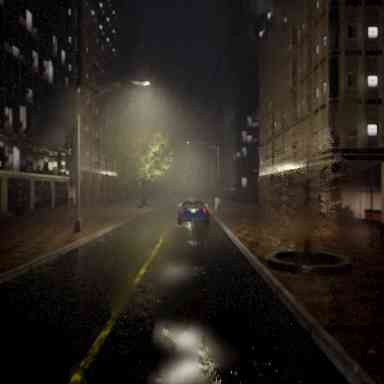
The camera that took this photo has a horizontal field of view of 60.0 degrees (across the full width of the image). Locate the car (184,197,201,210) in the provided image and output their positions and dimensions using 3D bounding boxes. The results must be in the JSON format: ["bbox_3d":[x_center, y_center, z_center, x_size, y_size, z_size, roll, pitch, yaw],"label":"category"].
[{"bbox_3d":[0.082,1.422,41.907,2.033,1.411,5.357,0,0,0],"label":"car"}]

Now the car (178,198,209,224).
[{"bbox_3d":[0.090,1.276,23.808,2.097,1.767,4.553,0,0,0],"label":"car"}]
